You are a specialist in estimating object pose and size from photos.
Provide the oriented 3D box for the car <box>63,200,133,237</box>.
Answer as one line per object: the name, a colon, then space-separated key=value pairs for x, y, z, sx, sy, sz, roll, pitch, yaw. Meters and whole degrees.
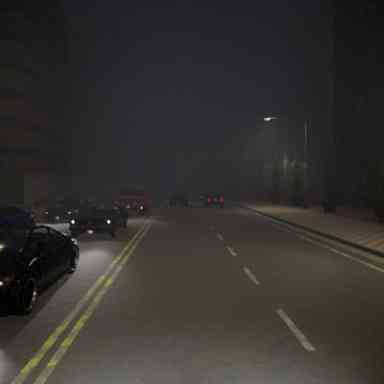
car: x=-4.219 y=1.254 z=15.719 sx=1.895 sy=1.301 sz=4.718 roll=0 pitch=1 yaw=-2

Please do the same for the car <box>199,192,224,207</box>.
car: x=2.147 y=0.782 z=34.192 sx=2.033 sy=1.411 sz=5.357 roll=0 pitch=1 yaw=-2

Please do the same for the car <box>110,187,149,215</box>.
car: x=-4.660 y=0.639 z=26.390 sx=2.150 sy=2.045 sz=5.566 roll=0 pitch=1 yaw=-3

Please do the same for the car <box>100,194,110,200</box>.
car: x=-8.377 y=0.862 z=32.007 sx=1.994 sy=1.385 sz=4.181 roll=0 pitch=1 yaw=-2

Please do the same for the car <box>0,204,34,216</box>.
car: x=-7.572 y=1.214 z=12.195 sx=1.882 sy=1.535 sz=5.008 roll=0 pitch=1 yaw=-3

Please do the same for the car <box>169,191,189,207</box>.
car: x=-1.369 y=0.722 z=34.581 sx=2.128 sy=1.511 sz=4.902 roll=0 pitch=1 yaw=-2

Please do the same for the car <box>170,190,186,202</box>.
car: x=-1.896 y=0.520 z=46.262 sx=2.033 sy=1.411 sz=5.357 roll=0 pitch=1 yaw=-2

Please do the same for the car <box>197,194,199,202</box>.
car: x=1.688 y=0.622 z=43.825 sx=1.895 sy=1.301 sz=4.718 roll=0 pitch=1 yaw=-2

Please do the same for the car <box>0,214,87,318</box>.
car: x=-3.847 y=1.411 z=6.968 sx=1.994 sy=1.385 sz=4.181 roll=0 pitch=1 yaw=-2

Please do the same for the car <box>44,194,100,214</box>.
car: x=-7.992 y=1.065 z=22.099 sx=2.033 sy=1.411 sz=5.357 roll=0 pitch=1 yaw=-3
